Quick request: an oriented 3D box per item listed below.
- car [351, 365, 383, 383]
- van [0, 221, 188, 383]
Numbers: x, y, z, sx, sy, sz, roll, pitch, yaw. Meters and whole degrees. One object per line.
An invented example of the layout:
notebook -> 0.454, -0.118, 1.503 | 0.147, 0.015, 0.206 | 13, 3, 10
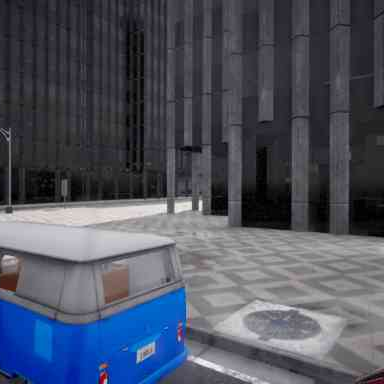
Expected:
car -> 2.543, 1.440, 1.153 | 4.097, 1.590, 1.967 | 0, 0, 35
van -> -1.957, 1.341, 4.357 | 3.998, 1.788, 1.690 | 0, 0, 35
